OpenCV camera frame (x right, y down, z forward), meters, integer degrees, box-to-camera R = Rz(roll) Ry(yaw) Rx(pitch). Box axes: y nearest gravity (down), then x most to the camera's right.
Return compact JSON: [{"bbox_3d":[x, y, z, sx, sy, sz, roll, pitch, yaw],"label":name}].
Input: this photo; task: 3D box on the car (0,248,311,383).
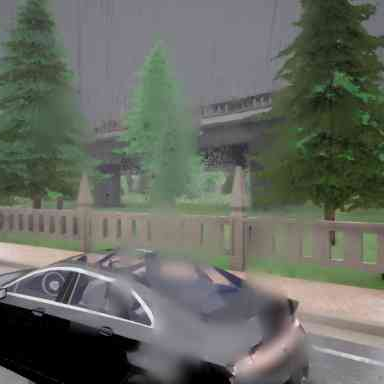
[{"bbox_3d":[-1.100,1.492,4.193,4.902,1.511,2.128,0,0,33],"label":"car"}]
